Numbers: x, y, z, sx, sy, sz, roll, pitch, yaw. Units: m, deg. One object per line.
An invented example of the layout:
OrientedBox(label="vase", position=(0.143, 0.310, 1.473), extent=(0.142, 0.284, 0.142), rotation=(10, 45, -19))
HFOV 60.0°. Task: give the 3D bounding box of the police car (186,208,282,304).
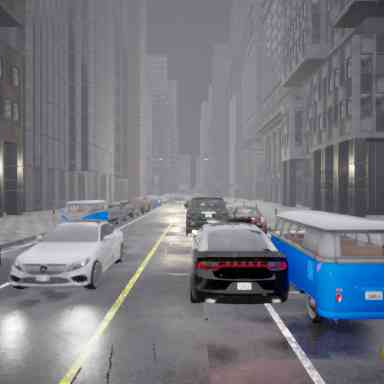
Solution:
OrientedBox(label="police car", position=(0.910, 1.425, 8.332), extent=(1.930, 1.638, 5.238), rotation=(0, 0, 0))

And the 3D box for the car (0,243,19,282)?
OrientedBox(label="car", position=(-5.757, 1.566, 6.903), extent=(1.947, 1.339, 4.313), rotation=(0, 0, 0))

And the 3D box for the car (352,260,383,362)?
OrientedBox(label="car", position=(2.761, 1.525, 1.438), extent=(1.752, 1.417, 4.829), rotation=(0, 0, 0))

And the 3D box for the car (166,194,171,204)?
OrientedBox(label="car", position=(-5.683, 1.445, 63.271), extent=(1.967, 1.590, 4.097), rotation=(0, 0, 0))

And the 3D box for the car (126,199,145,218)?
OrientedBox(label="car", position=(-5.727, 1.567, 29.450), extent=(1.947, 1.339, 4.313), rotation=(0, 0, 0))

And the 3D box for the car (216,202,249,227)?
OrientedBox(label="car", position=(2.791, 1.526, 23.984), extent=(1.752, 1.417, 4.829), rotation=(0, 0, 0))

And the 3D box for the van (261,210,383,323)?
OrientedBox(label="van", position=(2.767, 1.341, 6.904), extent=(1.690, 1.788, 3.998), rotation=(0, 0, 0))

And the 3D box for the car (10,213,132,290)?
OrientedBox(label="car", position=(-3.089, 1.526, 9.225), extent=(1.812, 1.442, 4.674), rotation=(0, 0, 0))

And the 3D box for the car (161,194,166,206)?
OrientedBox(label="car", position=(-5.698, 1.444, 51.997), extent=(1.967, 1.590, 4.097), rotation=(0, 0, 0))

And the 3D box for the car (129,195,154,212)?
OrientedBox(label="car", position=(-5.721, 1.317, 35.087), extent=(2.192, 1.841, 5.009), rotation=(0, 0, 0))

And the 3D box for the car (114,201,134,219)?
OrientedBox(label="car", position=(-5.735, 1.567, 23.813), extent=(1.947, 1.339, 4.313), rotation=(0, 0, 0))

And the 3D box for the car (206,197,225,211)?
OrientedBox(label="car", position=(2.812, 1.443, 40.722), extent=(1.967, 1.590, 4.097), rotation=(0, 0, 0))

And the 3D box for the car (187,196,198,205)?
OrientedBox(label="car", position=(0.075, 1.509, 58.068), extent=(1.837, 1.490, 4.892), rotation=(0, 0, 0))

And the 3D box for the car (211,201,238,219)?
OrientedBox(label="car", position=(2.798, 1.552, 29.450), extent=(2.008, 1.369, 4.403), rotation=(0, 0, 0))

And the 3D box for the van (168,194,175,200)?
OrientedBox(label="van", position=(-5.647, 1.354, 91.454), extent=(1.690, 1.788, 3.998), rotation=(0, 0, 0))

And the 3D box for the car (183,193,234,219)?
OrientedBox(label="car", position=(0.756, 1.216, 18.245), extent=(2.150, 2.045, 5.566), rotation=(0, 0, 0))

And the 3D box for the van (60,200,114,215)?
OrientedBox(label="van", position=(-5.743, 1.342, 18.177), extent=(1.690, 1.788, 3.998), rotation=(0, 0, 0))

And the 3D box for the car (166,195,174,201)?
OrientedBox(label="car", position=(-5.653, 1.561, 85.817), extent=(2.008, 1.369, 4.403), rotation=(0, 0, 0))

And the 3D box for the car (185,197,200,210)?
OrientedBox(label="car", position=(0.095, 1.508, 45.055), extent=(1.837, 1.490, 4.892), rotation=(0, 0, 1))

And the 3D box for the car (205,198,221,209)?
OrientedBox(label="car", position=(2.820, 1.569, 46.359), extent=(1.947, 1.339, 4.313), rotation=(0, 0, 0))

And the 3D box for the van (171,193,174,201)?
OrientedBox(label="van", position=(-5.668, 1.348, 74.544), extent=(1.690, 1.788, 3.998), rotation=(0, 0, 0))

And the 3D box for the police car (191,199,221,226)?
OrientedBox(label="police car", position=(0.931, 1.426, 24.332), extent=(1.930, 1.638, 5.238), rotation=(0, 0, 0))

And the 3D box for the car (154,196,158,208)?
OrientedBox(label="car", position=(-5.712, 1.547, 40.724), extent=(1.887, 1.381, 4.507), rotation=(0, 0, 0))

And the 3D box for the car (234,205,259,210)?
OrientedBox(label="car", position=(2.783, 1.441, 18.177), extent=(1.967, 1.590, 4.097), rotation=(0, 0, 0))

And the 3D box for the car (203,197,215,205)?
OrientedBox(label="car", position=(2.835, 1.549, 57.632), extent=(1.887, 1.381, 4.507), rotation=(0, 0, 0))

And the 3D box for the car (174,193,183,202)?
OrientedBox(label="car", position=(-2.896, 1.572, 79.683), extent=(1.994, 1.385, 4.181), rotation=(0, 0, 0))

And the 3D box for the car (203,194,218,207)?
OrientedBox(label="car", position=(2.827, 1.319, 51.995), extent=(2.192, 1.841, 5.009), rotation=(0, 0, 0))

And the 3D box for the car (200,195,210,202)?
OrientedBox(label="car", position=(2.857, 1.447, 74.540), extent=(1.967, 1.590, 4.097), rotation=(0, 0, 0))

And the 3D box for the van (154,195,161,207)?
OrientedBox(label="van", position=(-5.706, 1.344, 46.361), extent=(1.690, 1.788, 3.998), rotation=(0, 0, 0))
